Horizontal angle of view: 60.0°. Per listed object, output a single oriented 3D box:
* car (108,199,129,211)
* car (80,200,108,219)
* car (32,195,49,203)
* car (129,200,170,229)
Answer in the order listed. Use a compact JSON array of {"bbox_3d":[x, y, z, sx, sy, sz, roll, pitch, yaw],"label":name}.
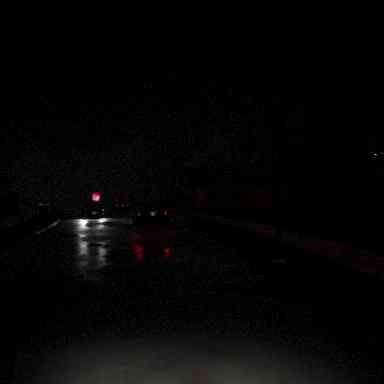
[{"bbox_3d":[-8.847,1.517,39.733,2.033,1.411,5.357,0,0,-25],"label":"car"},{"bbox_3d":[-8.805,1.488,29.472,1.837,1.490,4.892,0,0,-20],"label":"car"},{"bbox_3d":[-29.436,1.375,64.537,1.882,1.535,5.008,0,0,-41],"label":"car"},{"bbox_3d":[-2.795,1.330,21.874,2.097,1.767,4.553,0,0,-13],"label":"car"}]
